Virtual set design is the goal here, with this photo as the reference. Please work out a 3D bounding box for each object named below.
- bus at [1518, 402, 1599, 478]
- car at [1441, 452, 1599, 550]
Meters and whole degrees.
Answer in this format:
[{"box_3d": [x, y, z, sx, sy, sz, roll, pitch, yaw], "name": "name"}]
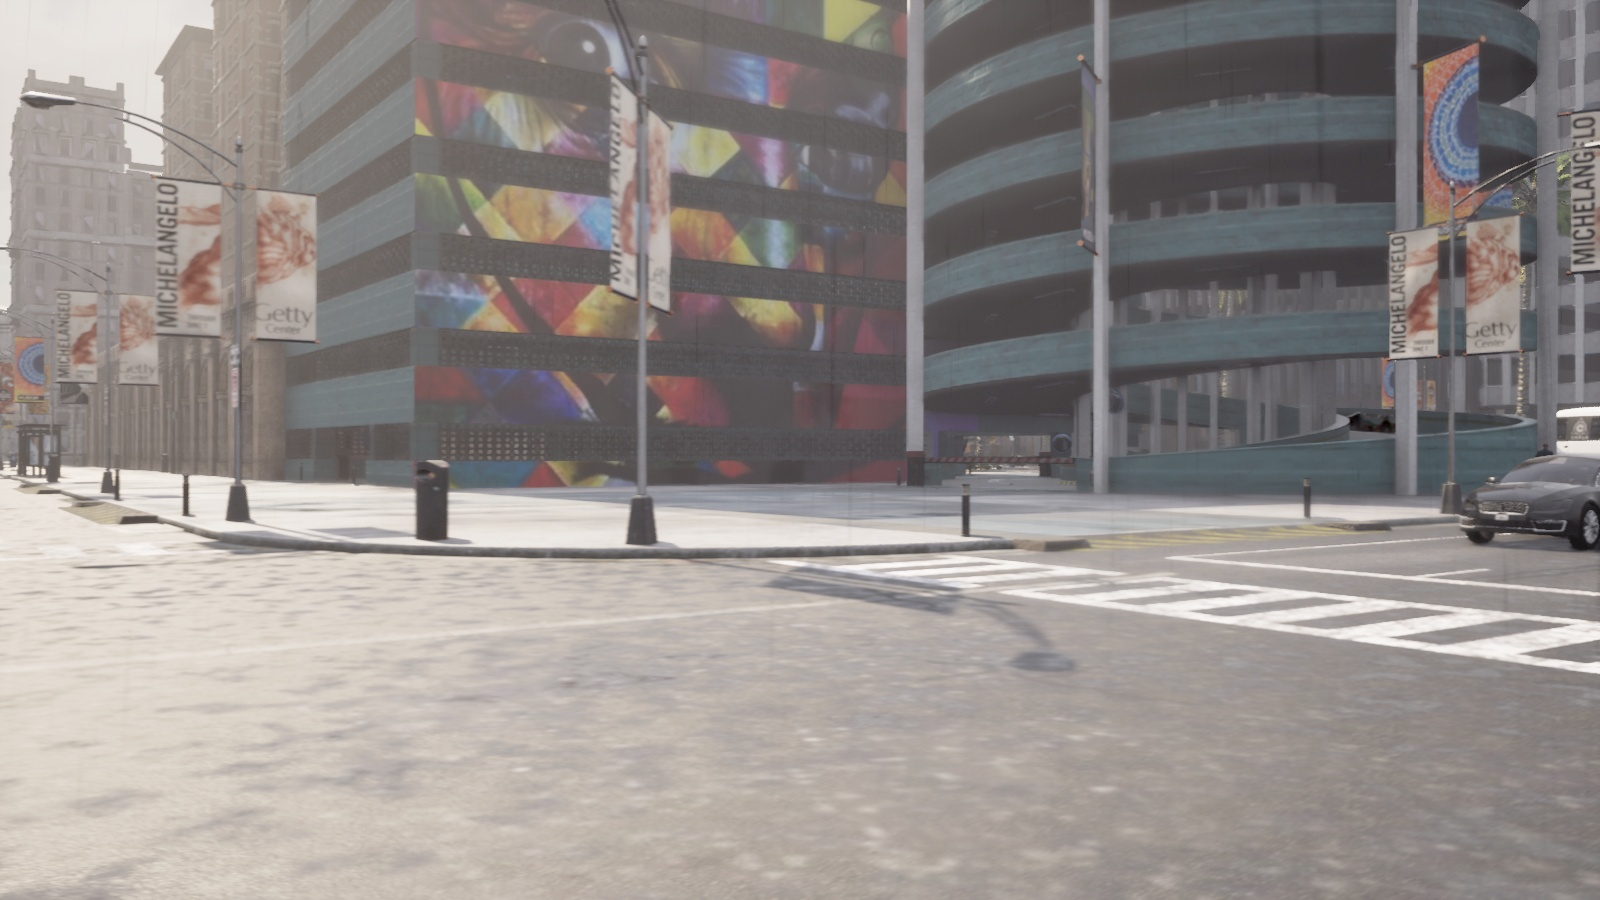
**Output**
[{"box_3d": [46.386, -0.556, 70.968, 3.944, 4.253, 10.273, 0, 0, -16], "name": "bus"}, {"box_3d": [13.071, 0.774, 21.292, 4.892, 1.490, 1.837, 0, 0, -35], "name": "car"}]
